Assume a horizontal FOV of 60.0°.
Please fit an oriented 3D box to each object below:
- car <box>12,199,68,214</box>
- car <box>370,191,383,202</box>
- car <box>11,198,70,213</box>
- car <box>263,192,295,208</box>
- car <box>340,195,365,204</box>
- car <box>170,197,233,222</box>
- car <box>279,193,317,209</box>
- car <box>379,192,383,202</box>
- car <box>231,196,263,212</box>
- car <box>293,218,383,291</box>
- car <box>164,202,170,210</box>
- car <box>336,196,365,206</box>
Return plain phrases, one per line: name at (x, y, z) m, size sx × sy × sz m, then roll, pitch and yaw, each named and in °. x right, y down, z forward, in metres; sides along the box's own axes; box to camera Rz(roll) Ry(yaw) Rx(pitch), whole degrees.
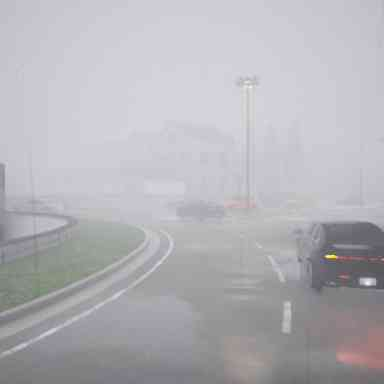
car at (-14.779, 1.413, 31.924) m, size 4.674 × 1.442 × 1.812 m, roll -1°, pitch 0°, yaw 5°
car at (36.161, 0.818, 63.581) m, size 5.566 × 2.045 × 2.150 m, roll 0°, pitch 0°, yaw -39°
car at (-16.041, 1.421, 35.334) m, size 5.357 × 1.411 × 2.033 m, roll 0°, pitch 0°, yaw 7°
car at (11.664, 0.978, 43.960) m, size 5.566 × 2.045 × 2.150 m, roll 0°, pitch 0°, yaw -38°
car at (27.347, 1.254, 56.507) m, size 4.718 × 1.301 × 1.895 m, roll 0°, pitch 0°, yaw -38°
car at (0.569, 1.370, 25.159) m, size 2.128 × 1.511 × 4.902 m, roll 0°, pitch 0°, yaw -31°
car at (13.274, 1.245, 40.795) m, size 5.008 × 1.535 × 1.882 m, roll 0°, pitch 0°, yaw -38°
car at (35.455, 1.114, 58.511) m, size 4.902 × 1.511 × 2.128 m, roll 0°, pitch 0°, yaw -39°
car at (4.837, 1.168, 35.554) m, size 4.553 × 1.767 × 2.097 m, roll 0°, pitch 0°, yaw -29°
car at (3.882, 1.453, 8.749) m, size 1.837 × 1.490 × 4.892 m, roll 0°, pitch 0°, yaw 12°
car at (-0.614, 1.316, 36.753) m, size 4.902 × 1.511 × 2.128 m, roll 0°, pitch 0°, yaw -22°
car at (22.957, 1.305, 48.506) m, size 4.718 × 1.301 × 1.895 m, roll 0°, pitch 0°, yaw -39°
